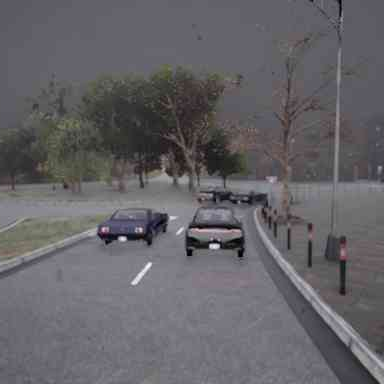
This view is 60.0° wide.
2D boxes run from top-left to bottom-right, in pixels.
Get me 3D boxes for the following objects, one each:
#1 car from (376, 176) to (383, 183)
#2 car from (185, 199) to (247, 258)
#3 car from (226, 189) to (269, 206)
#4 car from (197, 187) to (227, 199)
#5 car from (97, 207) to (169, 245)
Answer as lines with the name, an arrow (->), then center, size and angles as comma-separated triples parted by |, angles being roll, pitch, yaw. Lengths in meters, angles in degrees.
car -> 37.926, -2.536, 64.139 | 2.185, 1.767, 4.553 | -1, 4, -13
car -> 0.847, 1.257, 11.872 | 2.128, 1.511, 4.902 | 0, 2, 5
car -> 5.276, 0.427, 30.040 | 1.895, 1.301, 4.718 | 3, 5, 34
car -> 2.270, 0.254, 30.860 | 2.128, 1.511, 4.902 | 2, 5, 32
car -> -2.221, 1.285, 13.932 | 1.895, 1.301, 4.718 | 0, 2, 6
